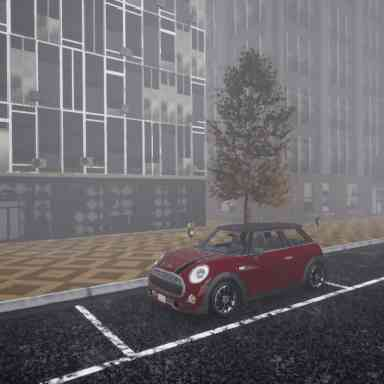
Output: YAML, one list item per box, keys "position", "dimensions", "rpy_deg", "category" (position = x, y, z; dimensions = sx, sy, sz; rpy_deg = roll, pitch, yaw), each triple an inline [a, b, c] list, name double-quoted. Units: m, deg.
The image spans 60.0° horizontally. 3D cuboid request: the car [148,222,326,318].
- position: [1.059, 1.439, 7.323]
  dimensions: [4.097, 1.590, 1.967]
  rpy_deg: [0, -1, -35]
  category: "car"
